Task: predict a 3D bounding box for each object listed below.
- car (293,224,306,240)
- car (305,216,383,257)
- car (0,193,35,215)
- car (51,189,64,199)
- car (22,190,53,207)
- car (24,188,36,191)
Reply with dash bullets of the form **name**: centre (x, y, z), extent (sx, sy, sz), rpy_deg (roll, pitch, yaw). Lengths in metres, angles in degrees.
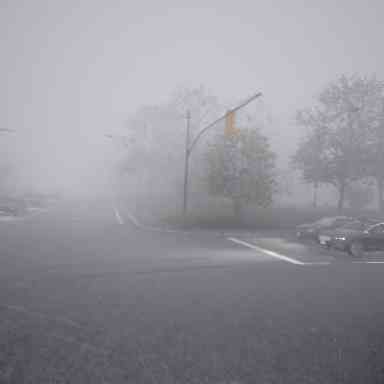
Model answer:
- **car**: centre (7.995, 2.101, 18.672), extent (4.674, 1.442, 1.812), rpy_deg (3, -1, -16)
- **car**: centre (7.999, 2.022, 15.022), extent (4.902, 1.511, 2.128), rpy_deg (3, -1, -16)
- **car**: centre (-15.233, 1.125, 28.150), extent (2.033, 1.411, 5.357), rpy_deg (3, 0, -14)
- **car**: centre (-21.368, 0.291, 52.321), extent (2.033, 1.411, 5.357), rpy_deg (3, 2, -14)
- **car**: centre (-17.802, 0.899, 38.123), extent (2.033, 1.411, 5.357), rpy_deg (3, 1, -15)
- **car**: centre (-24.602, 0.174, 50.839), extent (1.994, 1.385, 4.181), rpy_deg (3, 2, -14)
